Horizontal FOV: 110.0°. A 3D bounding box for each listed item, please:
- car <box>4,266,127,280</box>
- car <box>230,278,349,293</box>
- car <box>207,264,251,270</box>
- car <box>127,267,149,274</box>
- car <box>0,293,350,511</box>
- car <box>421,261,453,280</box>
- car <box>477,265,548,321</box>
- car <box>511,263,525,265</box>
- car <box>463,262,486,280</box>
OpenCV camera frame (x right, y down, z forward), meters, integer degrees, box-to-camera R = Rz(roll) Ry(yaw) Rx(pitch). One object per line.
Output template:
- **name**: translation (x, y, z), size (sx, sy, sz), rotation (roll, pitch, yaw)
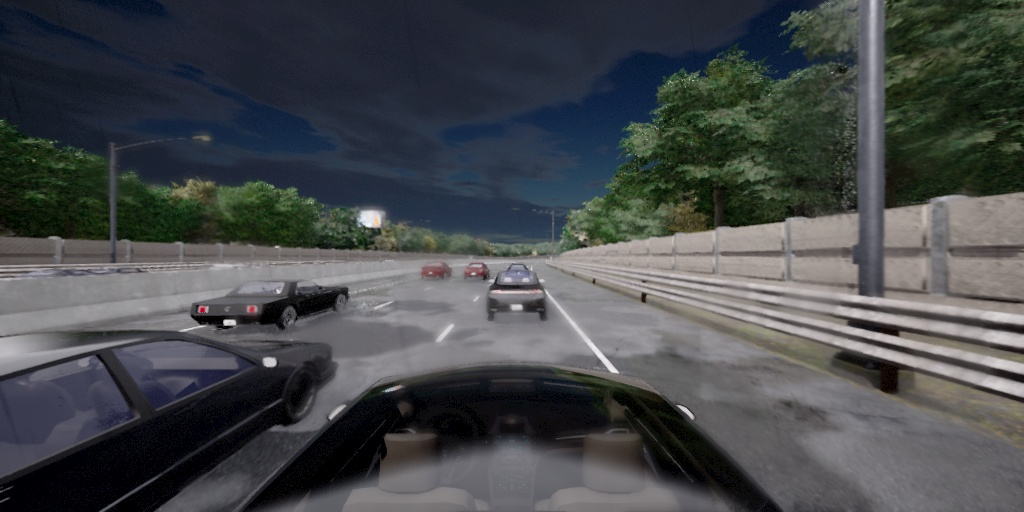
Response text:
- **car**: translation (-20.975, 1.281, 16.400), size (1.994, 1.385, 4.181), rotation (0, 0, 1)
- **car**: translation (-6.846, 1.331, 10.958), size (1.895, 1.301, 4.718), rotation (0, 0, 0)
- **car**: translation (-17.375, 1.245, 21.774), size (1.812, 1.442, 4.674), rotation (0, 0, 1)
- **car**: translation (-24.390, 1.315, 21.664), size (1.895, 1.301, 4.718), rotation (0, 0, 1)
- **car**: translation (-3.393, 1.294, 2.634), size (2.033, 1.411, 5.357), rotation (0, 0, 0)
- **car**: translation (-6.485, 1.219, 31.367), size (1.882, 1.535, 5.008), rotation (0, 0, 1)
- **car**: translation (0.172, 1.225, 12.412), size (2.128, 1.511, 4.902), rotation (0, 0, 1)
- **car**: translation (0.487, 1.309, 30.180), size (1.994, 1.385, 4.181), rotation (0, 0, 1)
- **car**: translation (-2.991, 1.270, 31.115), size (1.812, 1.442, 4.674), rotation (0, 0, 1)
